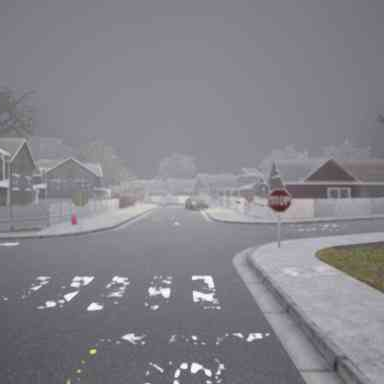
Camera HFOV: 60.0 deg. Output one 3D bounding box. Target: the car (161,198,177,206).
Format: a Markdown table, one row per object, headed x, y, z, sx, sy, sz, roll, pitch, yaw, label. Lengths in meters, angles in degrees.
| x | y | z | sx | sy | sz | roll | pitch | yaw | label |
| --- | --- | --- | --- | --- | --- | --- | --- | --- | --- |
| -3.925 | 1.677 | 56.454 | 1.895 | 1.301 | 4.718 | 0 | 0 | -18 | car |

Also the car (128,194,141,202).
| x | y | z | sx | sy | sz | roll | pitch | yaw | label |
| --- | --- | --- | --- | --- | --- | --- | --- | --- | --- |
| -13.929 | 1.423 | 79.720 | 2.150 | 2.045 | 5.566 | 0 | -1 | -24 | car |

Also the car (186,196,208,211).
| x | y | z | sx | sy | sz | roll | pitch | yaw | label |
| --- | --- | --- | --- | --- | --- | --- | --- | --- | --- |
| 0.562 | 1.350 | 41.995 | 2.097 | 1.767 | 4.553 | -4 | -1 | -12 | car |
